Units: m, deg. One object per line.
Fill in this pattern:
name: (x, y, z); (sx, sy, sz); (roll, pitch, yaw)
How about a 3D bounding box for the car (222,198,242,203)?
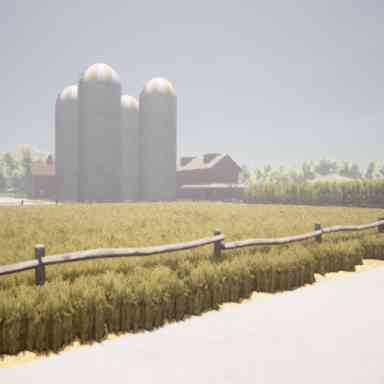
car: (6.610, 1.746, 54.145); (1.994, 1.385, 4.181); (0, 0, -36)
